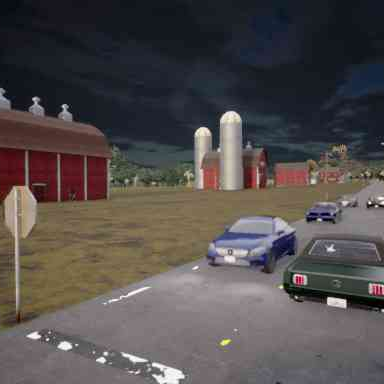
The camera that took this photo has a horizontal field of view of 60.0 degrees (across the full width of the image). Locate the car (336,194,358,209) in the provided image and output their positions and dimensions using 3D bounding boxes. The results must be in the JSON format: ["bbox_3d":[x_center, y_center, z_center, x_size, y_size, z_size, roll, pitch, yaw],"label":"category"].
[{"bbox_3d":[16.885,0.939,36.150,2.128,1.511,4.902,0,1,31],"label":"car"}]

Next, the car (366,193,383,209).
[{"bbox_3d":[19.200,1.056,34.471,1.895,1.301,4.718,0,1,30],"label":"car"}]

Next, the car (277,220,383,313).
[{"bbox_3d":[3.587,1.592,7.595,1.895,1.301,4.718,0,0,30],"label":"car"}]

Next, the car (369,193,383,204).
[{"bbox_3d":[24.144,0.815,43.129,1.895,1.301,4.718,0,1,30],"label":"car"}]

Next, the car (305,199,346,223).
[{"bbox_3d":[9.139,1.411,22.875,1.895,1.301,4.718,0,1,30],"label":"car"}]

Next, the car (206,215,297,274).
[{"bbox_3d":[2.167,1.509,10.832,1.812,1.442,4.674,0,0,30],"label":"car"}]
